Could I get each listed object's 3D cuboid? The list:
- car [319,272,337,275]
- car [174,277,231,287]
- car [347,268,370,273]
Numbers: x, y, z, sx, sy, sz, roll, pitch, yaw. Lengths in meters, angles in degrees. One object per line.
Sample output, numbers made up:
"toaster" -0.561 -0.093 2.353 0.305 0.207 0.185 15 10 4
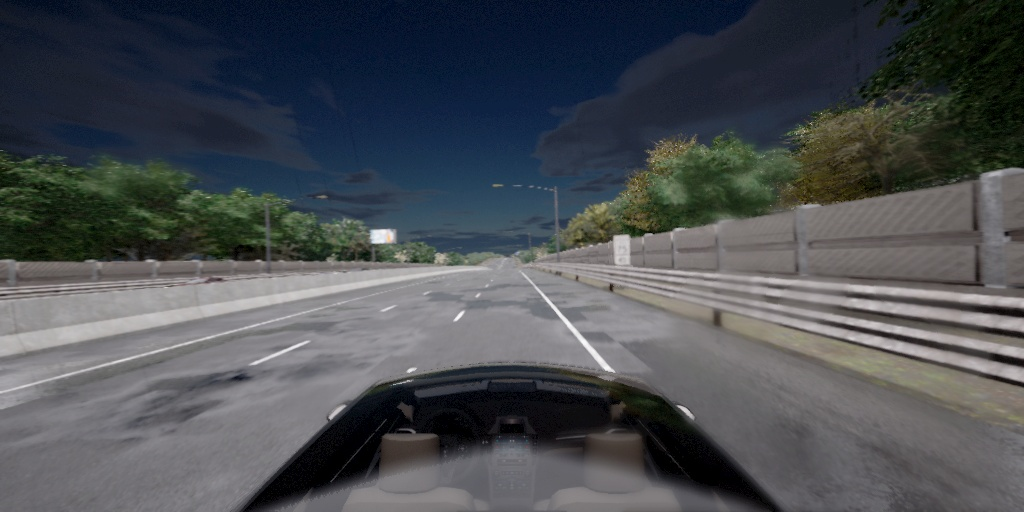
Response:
"car" -21.200 2.510 41.432 1.994 1.385 4.181 -2 -1 0
"car" -24.735 2.429 28.780 1.812 1.442 4.674 -2 -1 0
"car" -17.713 2.160 41.308 2.097 1.767 4.553 -2 -1 0
